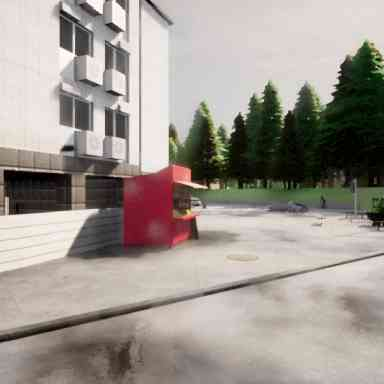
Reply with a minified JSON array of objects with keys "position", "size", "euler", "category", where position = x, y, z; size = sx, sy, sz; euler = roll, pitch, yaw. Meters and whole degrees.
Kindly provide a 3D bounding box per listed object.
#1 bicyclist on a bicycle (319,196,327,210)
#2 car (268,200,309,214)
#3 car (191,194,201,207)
[{"position":[15.947,1.340,40.536],"size":[1.656,1.620,0.582],"euler":[0,0,-35],"category":"bicyclist on a bicycle"},{"position":[9.951,1.557,34.477],"size":[1.994,1.385,4.181],"euler":[0,0,-35],"category":"car"},{"position":[-0.964,1.215,49.876],"size":[2.150,2.045,5.566],"euler":[0,0,-35],"category":"car"}]
